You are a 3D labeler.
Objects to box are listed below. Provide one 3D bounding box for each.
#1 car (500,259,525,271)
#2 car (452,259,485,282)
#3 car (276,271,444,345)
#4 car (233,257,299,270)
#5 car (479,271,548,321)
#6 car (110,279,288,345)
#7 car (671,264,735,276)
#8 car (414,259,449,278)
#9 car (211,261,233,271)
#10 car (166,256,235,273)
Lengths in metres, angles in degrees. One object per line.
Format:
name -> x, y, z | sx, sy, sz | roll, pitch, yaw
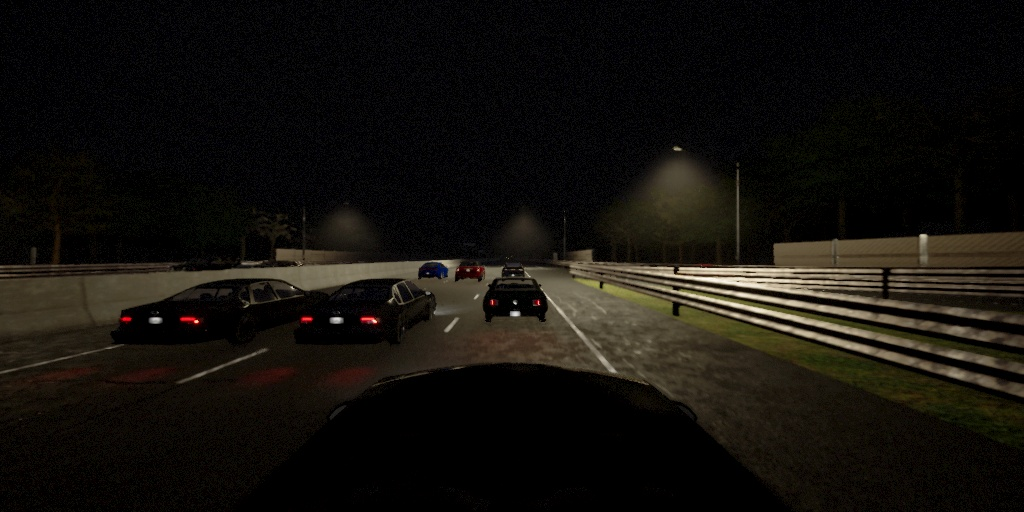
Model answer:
car -> 0.093, 1.288, 30.135 | 2.128, 1.511, 4.902 | 0, 0, 0
car -> -3.407, 1.147, 29.910 | 2.097, 1.767, 4.553 | 0, 0, 0
car -> -3.402, 1.302, 9.459 | 2.033, 1.411, 5.357 | 0, 0, 0
car -> -17.563, 1.136, 26.406 | 2.097, 1.767, 4.553 | 0, 0, 0
car -> 0.097, 1.359, 12.422 | 1.895, 1.301, 4.718 | 0, 0, 0
car -> -6.902, 1.302, 9.452 | 2.033, 1.411, 5.357 | 0, 0, 0
car -> 14.796, 1.382, 28.243 | 1.882, 1.535, 5.008 | 1, -1, -22
car -> -6.908, 1.278, 31.880 | 1.882, 1.535, 5.008 | 0, 0, 0
car -> -21.046, 1.317, 28.728 | 1.812, 1.442, 4.674 | 0, 0, 1
car -> -24.542, 1.015, 29.014 | 2.150, 2.045, 5.566 | 0, 0, 1
